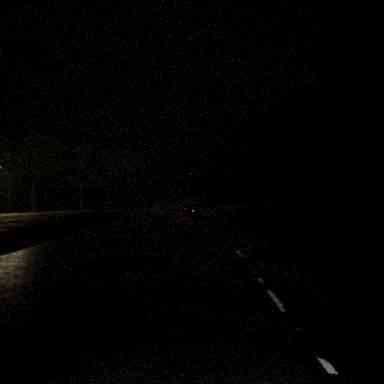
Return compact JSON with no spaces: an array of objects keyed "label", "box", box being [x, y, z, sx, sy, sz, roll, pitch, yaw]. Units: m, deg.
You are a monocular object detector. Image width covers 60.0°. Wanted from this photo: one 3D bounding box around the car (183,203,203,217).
[{"label":"car","box":[0.102,1.776,33.746,1.994,1.385,4.181,0,-1,0]}]
